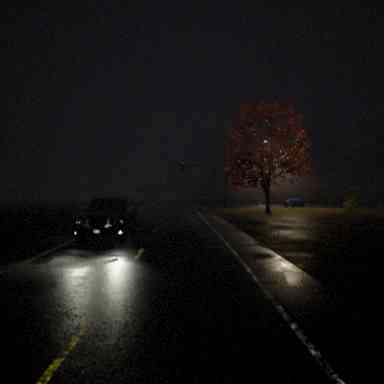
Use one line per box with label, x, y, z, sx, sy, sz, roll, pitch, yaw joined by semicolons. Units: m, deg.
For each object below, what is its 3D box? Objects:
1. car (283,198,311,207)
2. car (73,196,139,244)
car;16.606;1.625;52.609;4.181;1.385;1.994;0;1;-2
car;-3.911;1.227;16.094;2.150;2.045;5.566;0;0;-2
